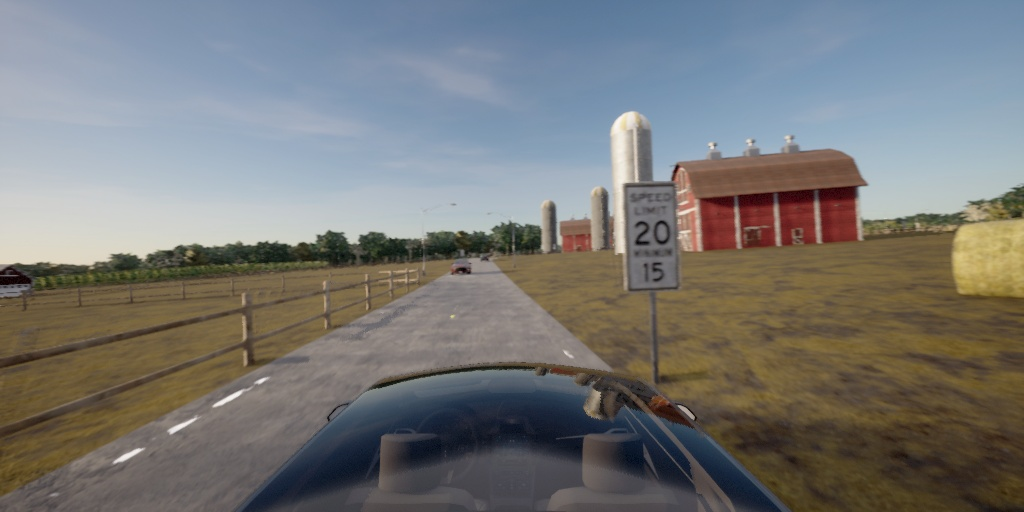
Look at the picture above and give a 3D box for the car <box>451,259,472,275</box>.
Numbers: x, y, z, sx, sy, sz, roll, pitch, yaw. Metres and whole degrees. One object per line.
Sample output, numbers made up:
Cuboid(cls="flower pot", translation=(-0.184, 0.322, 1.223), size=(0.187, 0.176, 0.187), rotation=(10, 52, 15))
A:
Cuboid(cls="car", translation=(-5.677, 1.129, 40.462), size=(2.097, 1.767, 4.553), rotation=(-2, 1, -5))
